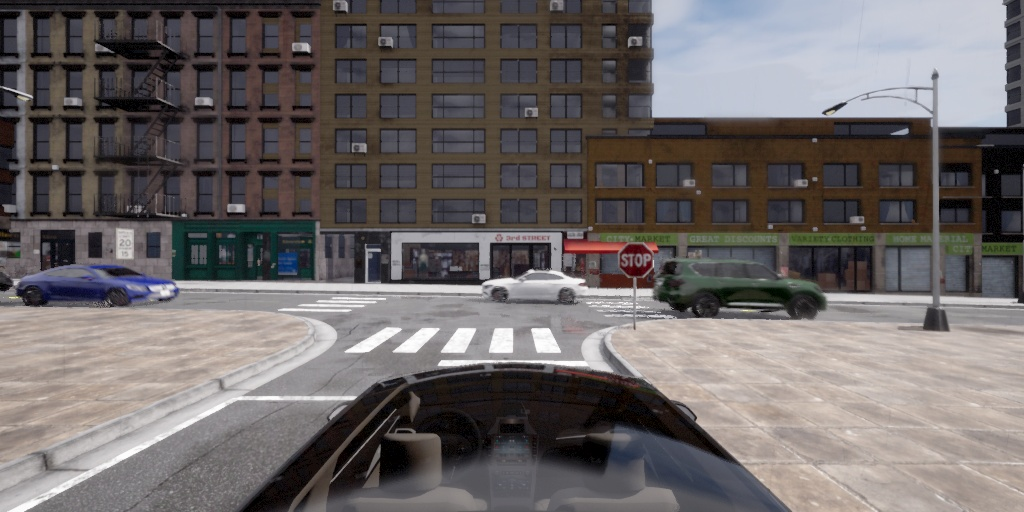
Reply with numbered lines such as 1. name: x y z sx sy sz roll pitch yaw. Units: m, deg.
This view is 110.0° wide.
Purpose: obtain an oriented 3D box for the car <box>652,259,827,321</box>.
1. car: 8.044 1.149 13.027 5.566 2.045 2.150 1 0 0

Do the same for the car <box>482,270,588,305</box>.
1. car: 1.017 1.325 15.980 4.674 1.442 1.812 1 0 0

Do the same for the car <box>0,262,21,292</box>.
1. car: -25.396 0.933 15.994 4.181 1.385 1.994 1 0 0

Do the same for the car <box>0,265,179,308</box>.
1. car: -14.941 1.046 13.035 4.674 1.442 1.812 1 0 0
